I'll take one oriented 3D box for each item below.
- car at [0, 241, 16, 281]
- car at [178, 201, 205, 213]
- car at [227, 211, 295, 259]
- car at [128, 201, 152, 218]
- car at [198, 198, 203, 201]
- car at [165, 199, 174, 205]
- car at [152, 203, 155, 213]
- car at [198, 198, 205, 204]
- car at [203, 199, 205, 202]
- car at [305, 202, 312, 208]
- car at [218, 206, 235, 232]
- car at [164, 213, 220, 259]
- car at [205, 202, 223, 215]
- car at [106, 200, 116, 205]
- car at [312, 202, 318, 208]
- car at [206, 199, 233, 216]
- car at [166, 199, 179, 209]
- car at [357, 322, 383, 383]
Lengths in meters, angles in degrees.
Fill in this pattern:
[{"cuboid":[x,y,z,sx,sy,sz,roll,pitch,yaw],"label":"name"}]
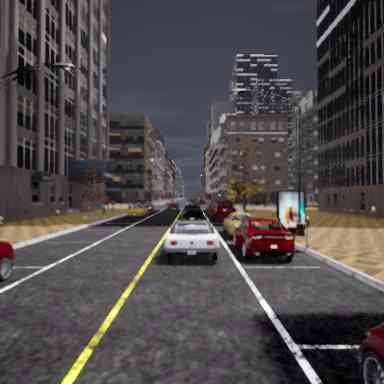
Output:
[{"cuboid":[-5.685,1.666,7.597,1.802,1.307,4.206,1,-1,0],"label":"car"},{"cuboid":[0.017,1.819,28.487,1.837,1.490,4.892,0,0,1],"label":"car"},{"cuboid":[2.695,1.689,13.158,1.887,1.381,4.507,1,-1,0],"label":"car"},{"cuboid":[-5.688,1.910,35.224,1.752,1.417,4.829,1,-1,0],"label":"car"},{"cuboid":[2.683,2.532,89.986,1.887,1.381,4.507,1,-1,0],"label":"car"},{"cuboid":[-5.696,2.449,84.307,1.752,1.417,4.829,1,-1,0],"label":"car"},{"cuboid":[-5.688,1.888,40.954,1.967,1.590,4.097,1,-1,0],"label":"car"},{"cuboid":[2.683,2.488,95.511,1.967,1.590,4.097,1,-1,0],"label":"car"},{"cuboid":[2.693,1.702,35.396,2.192,1.841,5.009,1,-1,0],"label":"car"},{"cuboid":[20.836,2.468,65.678,4.097,1.590,1.967,1,-2,0],"label":"car"},{"cuboid":[2.695,1.732,18.886,1.752,1.417,4.829,1,-1,0],"label":"car"},{"cuboid":[0.015,1.747,13.247,1.895,1.301,4.718,0,-1,0],"label":"car"},{"cuboid":[2.691,1.992,40.953,1.887,1.381,4.507,1,-1,0],"label":"car"},{"cuboid":[-17.263,1.973,65.354,4.507,1.381,1.887,1,-2,0],"label":"car"},{"cuboid":[26.245,2.809,74.028,4.829,1.417,1.752,1,-2,0],"label":"car"},{"cuboid":[2.695,1.641,29.837,2.192,1.841,5.009,1,-1,0],"label":"car"},{"cuboid":[-3.029,2.171,55.522,1.994,1.385,4.181,0,-1,1],"label":"car"},{"cuboid":[2.697,1.606,2.039,1.802,1.307,4.206,1,-1,0],"label":"car"}]
